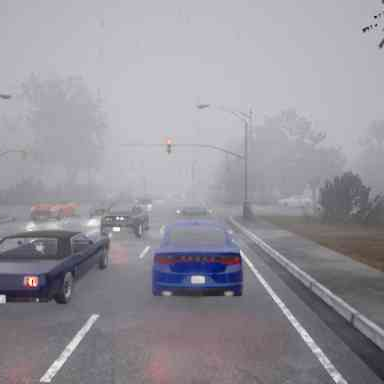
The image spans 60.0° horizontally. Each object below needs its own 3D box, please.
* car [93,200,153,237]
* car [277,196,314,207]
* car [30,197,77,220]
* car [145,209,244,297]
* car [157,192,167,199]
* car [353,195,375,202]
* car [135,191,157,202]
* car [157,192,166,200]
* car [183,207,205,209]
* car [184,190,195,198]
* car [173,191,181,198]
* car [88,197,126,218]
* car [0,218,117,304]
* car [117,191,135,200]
[{"bbox_3d":[-3.373,1.400,17.296,1.837,1.490,4.892,0,0,0],"label":"car"},{"bbox_3d":[13.290,1.196,42.822,4.674,1.442,1.812,0,1,-3],"label":"car"},{"bbox_3d":[-10.561,1.174,25.645,2.097,1.767,4.553,0,1,0],"label":"car"},{"bbox_3d":[0.114,1.445,8.591,1.882,1.535,5.008,0,0,0],"label":"car"},{"bbox_3d":[-7.075,0.778,78.375,1.882,1.535,5.008,0,1,-1],"label":"car"},{"bbox_3d":[22.478,1.171,43.329,4.892,1.490,1.837,0,1,-3],"label":"car"},{"bbox_3d":[-7.017,1.078,50.748,1.882,1.535,5.008,0,1,0],"label":"car"},{"bbox_3d":[-6.935,0.995,68.114,1.994,1.385,4.181,0,1,0],"label":"car"},{"bbox_3d":[0.126,1.457,17.572,1.994,1.385,4.181,0,0,0],"label":"car"},{"bbox_3d":[-0.340,0.412,85.463,2.150,2.045,5.566,0,1,-4],"label":"car"},{"bbox_3d":[-3.836,0.730,85.329,2.033,1.411,5.357,0,1,-4],"label":"car"},{"bbox_3d":[-7.058,1.371,27.392,1.994,1.385,4.181,0,1,0],"label":"car"},{"bbox_3d":[-3.387,1.572,8.044,1.895,1.301,4.718,0,0,0],"label":"car"},{"bbox_3d":[-10.513,0.804,52.857,2.150,2.045,5.566,0,0,0],"label":"car"}]
